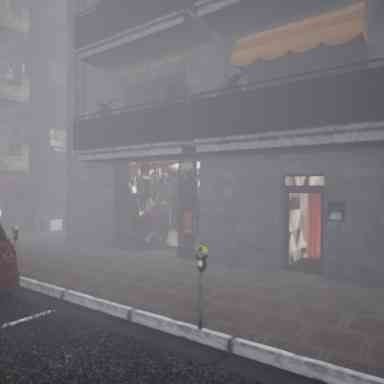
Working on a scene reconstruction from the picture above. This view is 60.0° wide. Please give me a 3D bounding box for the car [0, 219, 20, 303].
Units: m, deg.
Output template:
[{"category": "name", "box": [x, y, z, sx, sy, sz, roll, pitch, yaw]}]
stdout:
[{"category": "car", "box": [-5.513, 1.323, 6.778, 5.009, 1.841, 2.192, 0, 1, 35]}]
